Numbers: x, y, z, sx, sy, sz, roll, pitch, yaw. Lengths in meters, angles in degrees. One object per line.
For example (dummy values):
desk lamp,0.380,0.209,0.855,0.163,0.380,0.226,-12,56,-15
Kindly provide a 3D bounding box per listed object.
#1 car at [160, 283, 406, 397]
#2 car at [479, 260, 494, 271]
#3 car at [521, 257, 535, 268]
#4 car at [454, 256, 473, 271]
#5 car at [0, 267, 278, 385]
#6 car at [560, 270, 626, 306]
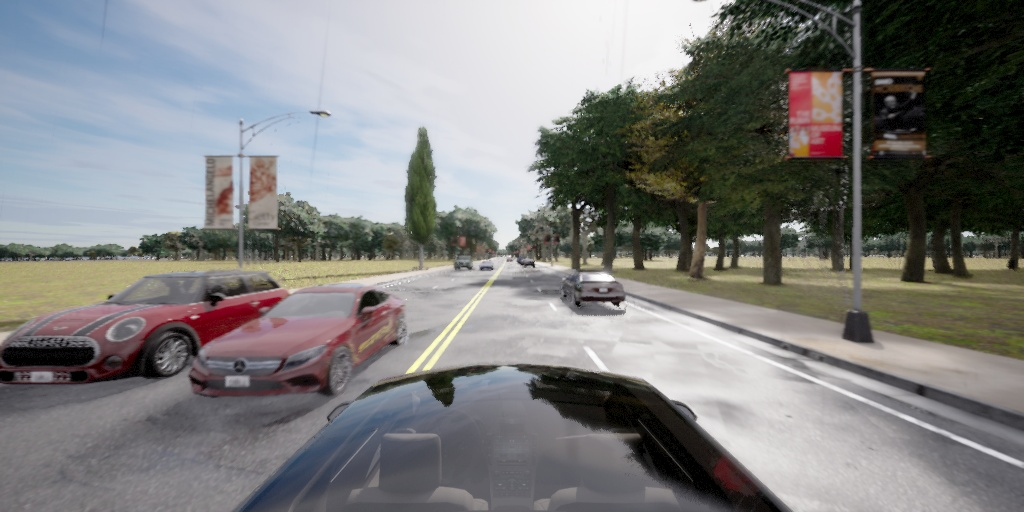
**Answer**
car,-3.353,1.275,6.706,1.812,1.442,4.674,0,0,0
car,-3.444,1.317,49.684,2.033,1.411,5.357,0,0,0
car,3.046,1.290,62.665,1.837,1.490,4.892,0,0,0
car,-6.696,0.992,50.193,2.150,2.045,5.566,0,0,0
car,-6.603,1.101,7.278,2.097,1.767,4.553,0,0,0
car,3.337,1.296,15.608,2.033,1.411,5.357,0,0,0
